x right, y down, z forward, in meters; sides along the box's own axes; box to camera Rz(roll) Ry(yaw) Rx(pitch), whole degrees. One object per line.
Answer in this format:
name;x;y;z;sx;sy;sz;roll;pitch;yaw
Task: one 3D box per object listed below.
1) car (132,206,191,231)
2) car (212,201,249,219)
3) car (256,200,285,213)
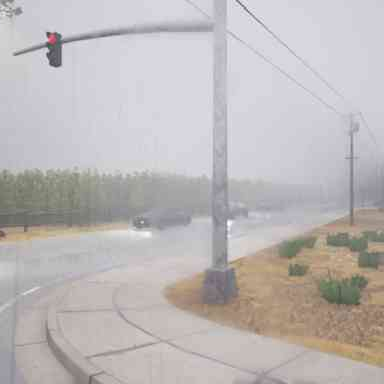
car;-1.825;1.596;21.123;1.994;1.385;4.181;0;0;33
car;3.520;1.558;29.457;1.812;1.442;4.674;0;0;32
car;9.132;1.579;38.249;2.033;1.411;5.357;0;0;33
